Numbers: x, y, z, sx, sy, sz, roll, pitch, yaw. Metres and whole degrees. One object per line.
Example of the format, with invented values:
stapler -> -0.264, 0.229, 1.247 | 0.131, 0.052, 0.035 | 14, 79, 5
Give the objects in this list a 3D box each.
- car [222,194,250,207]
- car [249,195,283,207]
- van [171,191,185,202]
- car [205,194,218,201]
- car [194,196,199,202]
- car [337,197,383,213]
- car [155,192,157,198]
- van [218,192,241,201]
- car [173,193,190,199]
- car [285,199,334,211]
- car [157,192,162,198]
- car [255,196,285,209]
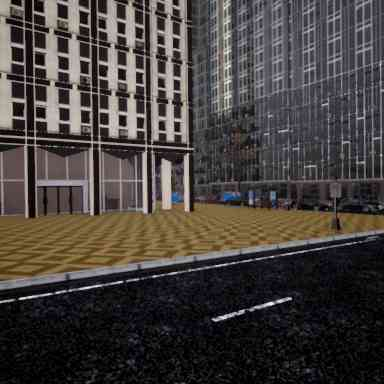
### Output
car -> 6.572, 1.311, 46.055 | 1.947, 1.339, 4.313 | -1, 1, -34
car -> 10.063, 1.249, 45.617 | 1.812, 1.442, 4.674 | -1, 1, -34
van -> -2.973, 0.929, 60.179 | 1.690, 1.788, 3.998 | -1, 1, -34
car -> 3.956, 1.033, 64.893 | 1.802, 1.307, 4.206 | -1, 1, -34
car -> -0.621, 1.054, 61.437 | 1.837, 1.490, 4.892 | -1, 1, -34
car -> 17.306, 1.331, 34.959 | 2.128, 1.511, 4.902 | -1, 1, -34
car -> -8.832, 0.676, 83.689 | 1.967, 1.590, 4.097 | -1, 1, -34
van -> 7.152, 0.845, 60.191 | 1.690, 1.788, 3.998 | -1, 1, -34
car -> -2.438, 0.926, 74.293 | 1.802, 1.307, 4.206 | -1, 1, -34
car -> 12.903, 1.415, 36.612 | 1.947, 1.339, 4.313 | -1, 1, -34
car -> -5.635, 0.605, 78.988 | 2.192, 1.841, 5.009 | -1, 1, -34
car -> 9.720, 1.380, 41.323 | 1.802, 1.307, 4.206 | -1, 1, -34
